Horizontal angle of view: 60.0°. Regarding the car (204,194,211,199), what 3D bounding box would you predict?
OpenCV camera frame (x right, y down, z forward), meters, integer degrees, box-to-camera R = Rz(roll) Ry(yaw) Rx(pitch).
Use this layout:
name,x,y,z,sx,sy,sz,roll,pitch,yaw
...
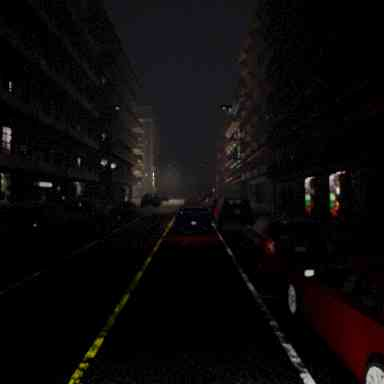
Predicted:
name,x,y,z,sx,sy,sz,roll,pitch,yaw
car,2.510,1.244,32.003,1.967,1.590,4.097,1,0,0

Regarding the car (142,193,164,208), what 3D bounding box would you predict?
name,x,y,z,sx,sy,sz,roll,pitch,yaw
car,-5.348,1.064,43.109,2.192,1.841,5.009,1,0,0

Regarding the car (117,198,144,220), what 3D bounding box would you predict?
name,x,y,z,sx,sy,sz,roll,pitch,yaw
car,-5.332,1.399,26.521,1.947,1.339,4.313,1,0,0

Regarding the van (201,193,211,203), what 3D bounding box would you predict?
name,x,y,z,sx,sy,sz,roll,pitch,yaw
van,2.475,1.025,59.659,1.690,1.788,3.998,1,0,0

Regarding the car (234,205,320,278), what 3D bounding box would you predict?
name,x,y,z,sx,sy,sz,roll,pitch,yaw
car,2.581,1.375,9.878,1.967,1.590,4.097,1,0,0

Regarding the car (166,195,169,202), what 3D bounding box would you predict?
name,x,y,z,sx,sy,sz,roll,pitch,yaw
car,-5.384,1.247,65.236,1.802,1.307,4.206,1,0,0

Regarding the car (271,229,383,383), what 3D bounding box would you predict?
name,x,y,z,sx,sy,sz,roll,pitch,yaw
car,2.579,1.515,4.347,1.887,1.381,4.507,1,0,0

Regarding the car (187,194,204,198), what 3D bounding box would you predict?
name,x,y,z,sx,sy,sz,roll,pitch,yaw
car,0.055,1.257,36.739,1.882,1.535,5.008,0,0,0

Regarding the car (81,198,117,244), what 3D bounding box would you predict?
name,x,y,z,sx,sy,sz,roll,pitch,yaw
car,-5.311,1.214,15.457,2.192,1.841,5.009,1,0,0

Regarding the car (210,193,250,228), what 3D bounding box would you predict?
name,x,y,z,sx,sy,sz,roll,pitch,yaw
car,2.528,1.181,20.939,2.192,1.841,5.009,1,0,0

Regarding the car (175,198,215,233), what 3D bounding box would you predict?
name,x,y,z,sx,sy,sz,roll,pitch,yaw
car,0.076,1.356,18.753,1.882,1.535,5.008,0,0,0

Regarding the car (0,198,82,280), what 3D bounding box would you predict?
name,x,y,z,sx,sy,sz,roll,pitch,yaw
car,-5.304,1.249,9.928,2.192,1.841,5.009,1,0,0

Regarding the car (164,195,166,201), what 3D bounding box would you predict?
name,x,y,z,sx,sy,sz,roll,pitch,yaw
car,-5.361,1.270,48.642,1.887,1.381,4.507,1,0,0
